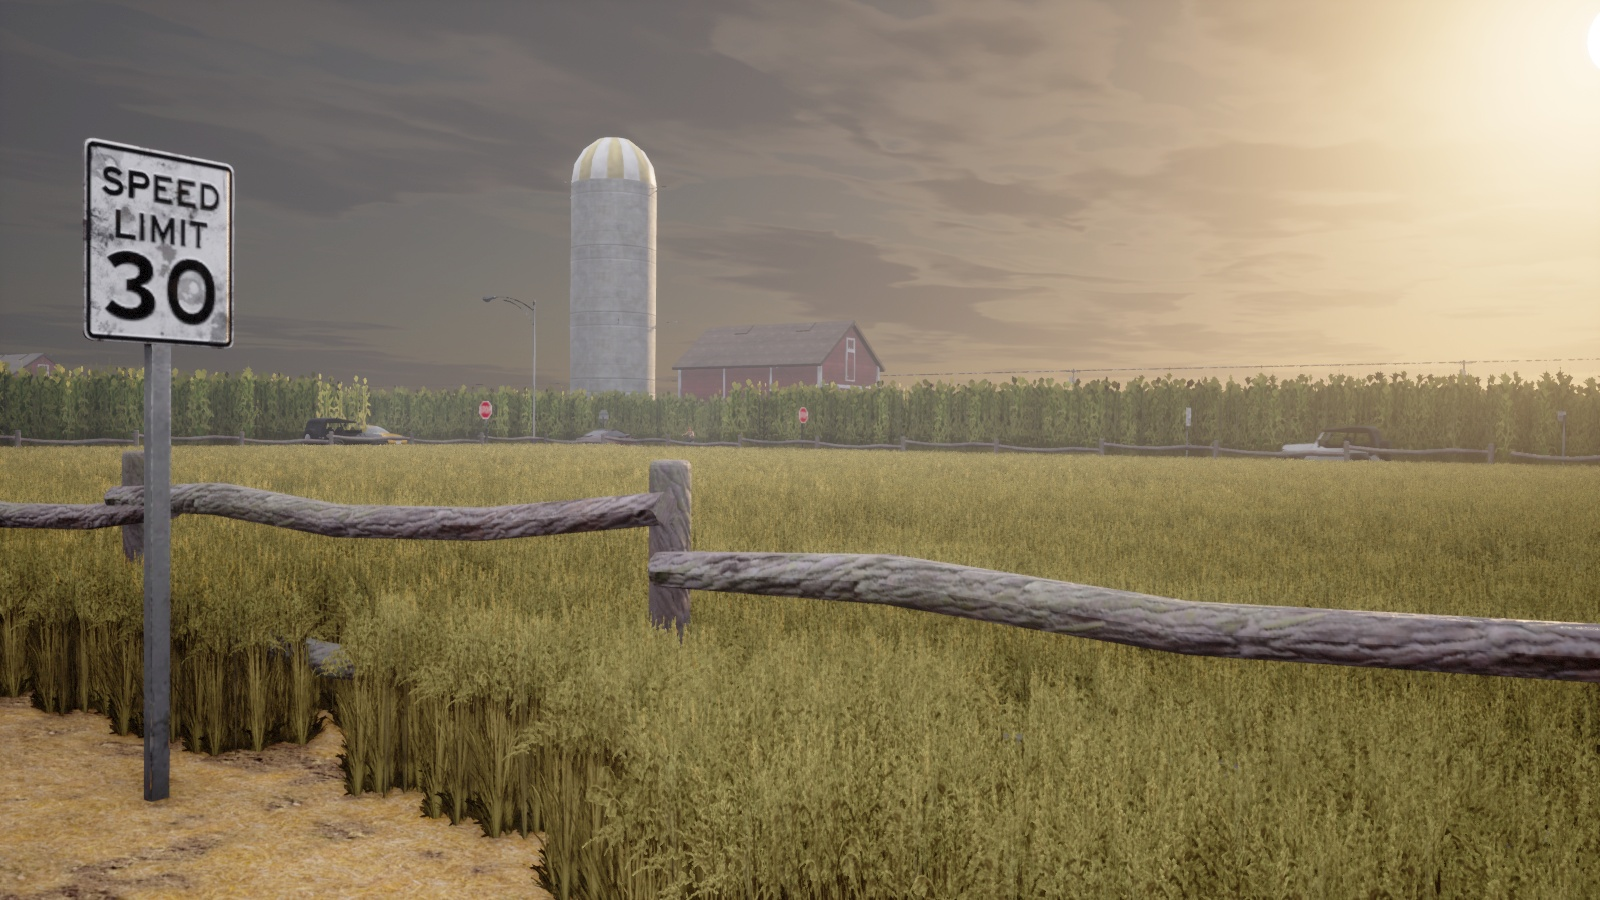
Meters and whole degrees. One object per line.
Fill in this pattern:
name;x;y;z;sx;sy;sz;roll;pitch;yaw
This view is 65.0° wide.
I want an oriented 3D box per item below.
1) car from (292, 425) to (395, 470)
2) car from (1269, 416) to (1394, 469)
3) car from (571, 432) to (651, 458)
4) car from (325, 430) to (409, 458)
car;-20.115;-0.120;55.455;1.905;1.878;3.866;0;1;35
car;19.289;-0.283;45.628;3.866;1.878;1.905;0;1;35
car;-10.410;-0.284;69.386;1.994;1.385;4.181;0;1;35
car;-25.212;-0.358;73.115;5.366;1.575;1.801;0;1;35
